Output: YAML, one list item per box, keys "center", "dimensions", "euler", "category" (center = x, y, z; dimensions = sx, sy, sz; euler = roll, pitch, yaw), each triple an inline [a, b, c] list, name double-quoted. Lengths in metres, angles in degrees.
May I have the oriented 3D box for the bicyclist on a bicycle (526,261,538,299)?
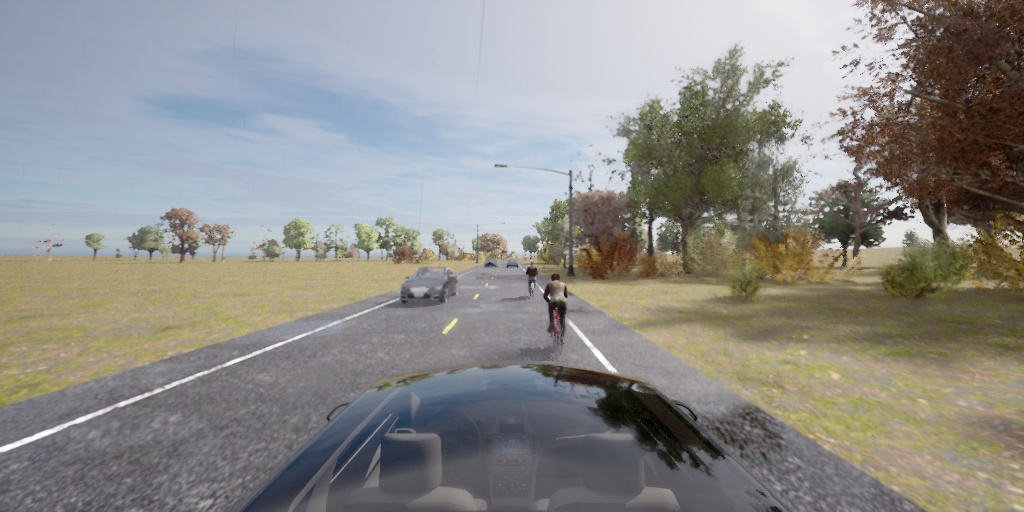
- center: [0.960, 1.118, 17.152]
  dimensions: [0.659, 1.776, 1.843]
  euler: [0, 0, 0]
  category: "bicyclist on a bicycle"

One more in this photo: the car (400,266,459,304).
- center: [-3.602, 1.239, 16.310]
  dimensions: [2.128, 1.511, 4.902]
  euler: [0, 0, 0]
  category: "car"

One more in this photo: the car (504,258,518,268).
- center: [0.092, 1.305, 62.409]
  dimensions: [1.994, 1.385, 4.181]
  euler: [0, 0, 0]
  category: "car"

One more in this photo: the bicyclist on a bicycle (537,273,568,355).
- center: [0.962, 1.202, 7.765]
  dimensions: [0.582, 1.620, 1.656]
  euler: [0, 0, 0]
  category: "bicyclist on a bicycle"

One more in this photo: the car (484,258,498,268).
- center: [-3.569, 1.093, 60.980]
  dimensions: [2.097, 1.767, 4.553]
  euler: [0, 0, 0]
  category: "car"
